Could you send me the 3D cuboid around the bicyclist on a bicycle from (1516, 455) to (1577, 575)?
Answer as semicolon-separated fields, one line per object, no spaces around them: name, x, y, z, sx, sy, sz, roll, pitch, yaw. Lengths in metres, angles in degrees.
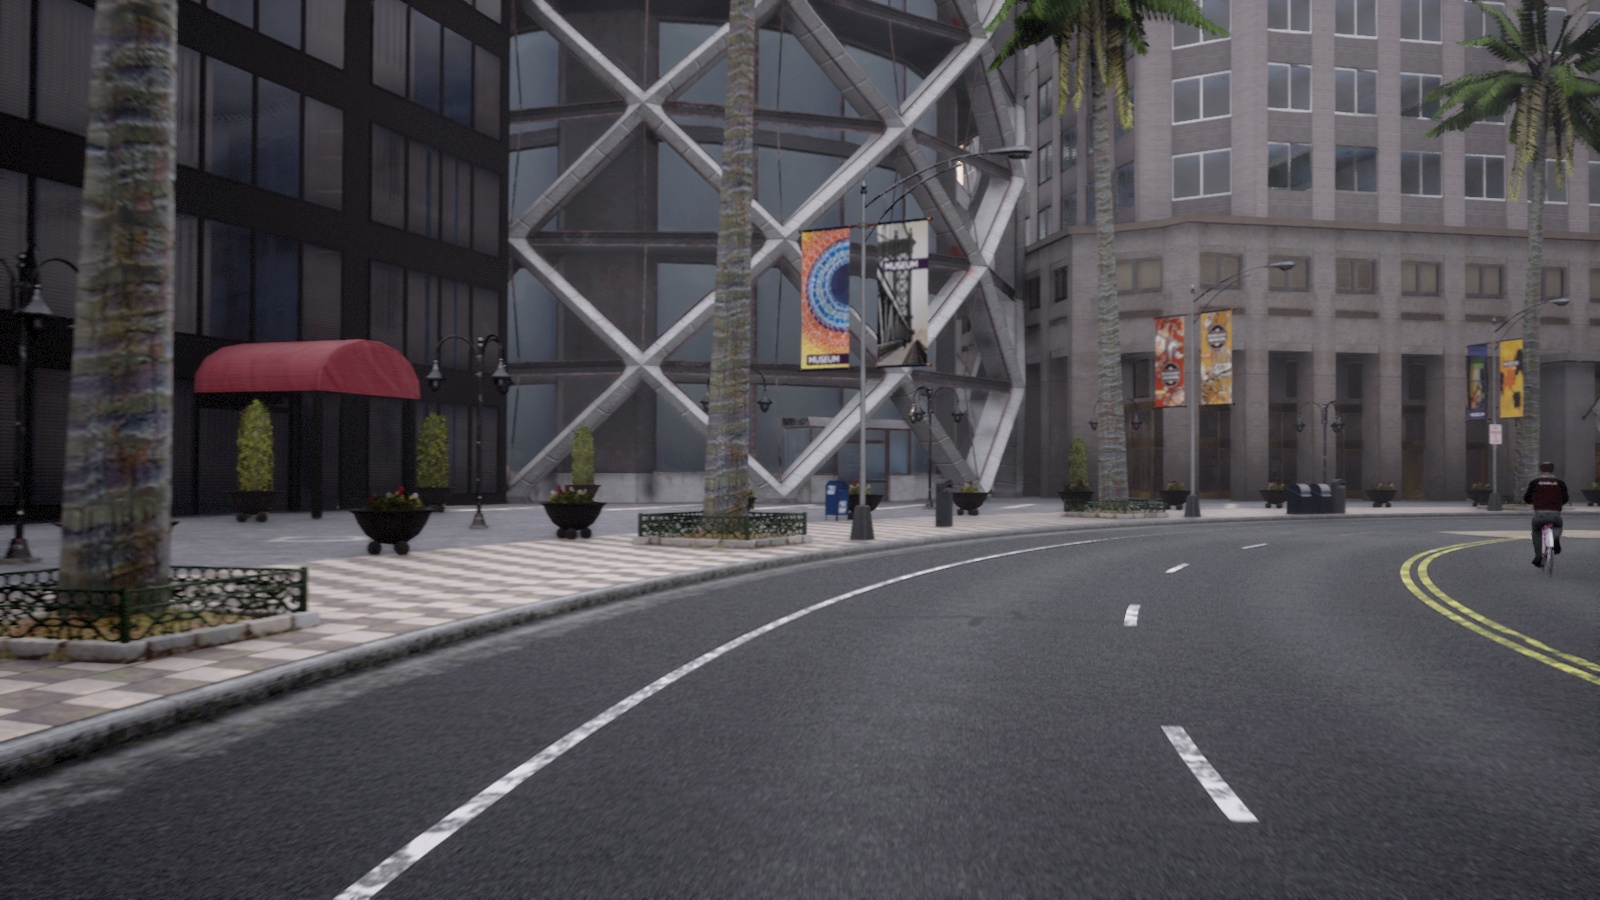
bicyclist on a bicycle;11.690;0.979;19.700;0.659;1.776;1.843;0;-1;26
